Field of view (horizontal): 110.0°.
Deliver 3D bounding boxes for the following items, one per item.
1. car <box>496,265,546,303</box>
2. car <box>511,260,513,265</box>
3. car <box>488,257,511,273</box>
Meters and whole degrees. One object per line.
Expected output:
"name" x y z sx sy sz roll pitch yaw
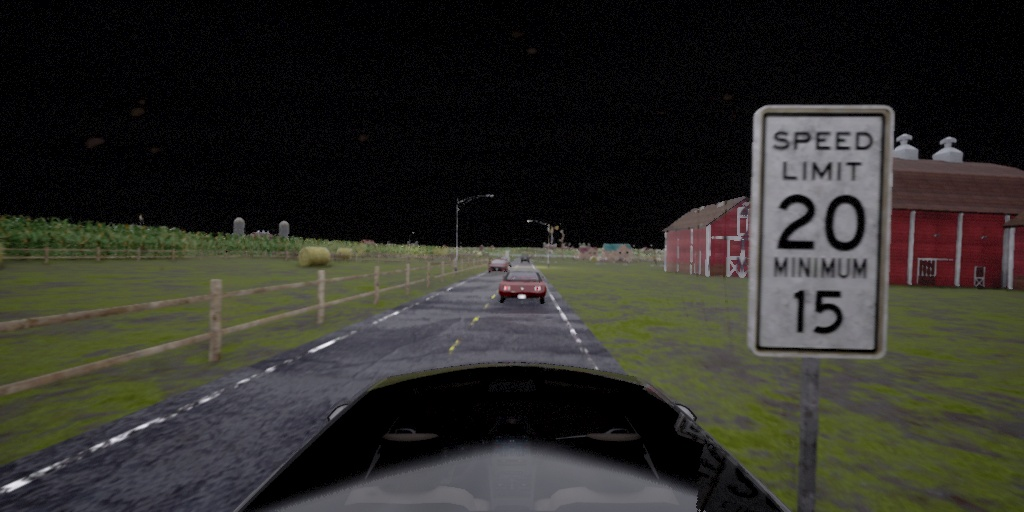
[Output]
"car" 0.489 1.288 16.227 1.895 1.301 4.718 1 0 2
"car" -0.915 0.917 51.225 1.837 1.490 4.892 1 0 2
"car" -1.407 1.028 38.434 1.882 1.535 5.008 1 0 2
